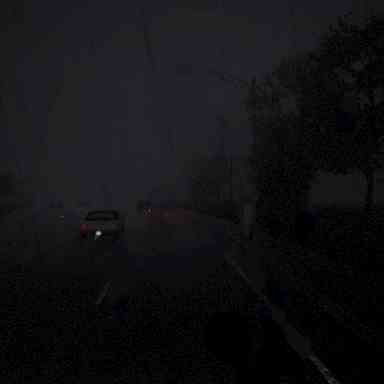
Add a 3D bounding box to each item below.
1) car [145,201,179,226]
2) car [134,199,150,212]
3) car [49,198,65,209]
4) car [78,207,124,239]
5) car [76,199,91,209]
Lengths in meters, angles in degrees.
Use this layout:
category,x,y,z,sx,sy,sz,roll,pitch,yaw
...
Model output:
category,x,y,z,sx,sy,sz,roll,pitch,yaw
car,-2.087,1.616,24.116,2.033,1.411,5.357,0,0,-9
car,-5.978,1.613,41.049,2.128,1.511,4.902,0,0,-16
car,-19.146,1.613,47.201,1.882,1.535,5.008,0,0,-20
car,-4.698,1.656,17.904,1.895,1.301,4.718,0,0,-7
car,-16.148,1.706,49.188,1.994,1.385,4.181,0,0,-20
